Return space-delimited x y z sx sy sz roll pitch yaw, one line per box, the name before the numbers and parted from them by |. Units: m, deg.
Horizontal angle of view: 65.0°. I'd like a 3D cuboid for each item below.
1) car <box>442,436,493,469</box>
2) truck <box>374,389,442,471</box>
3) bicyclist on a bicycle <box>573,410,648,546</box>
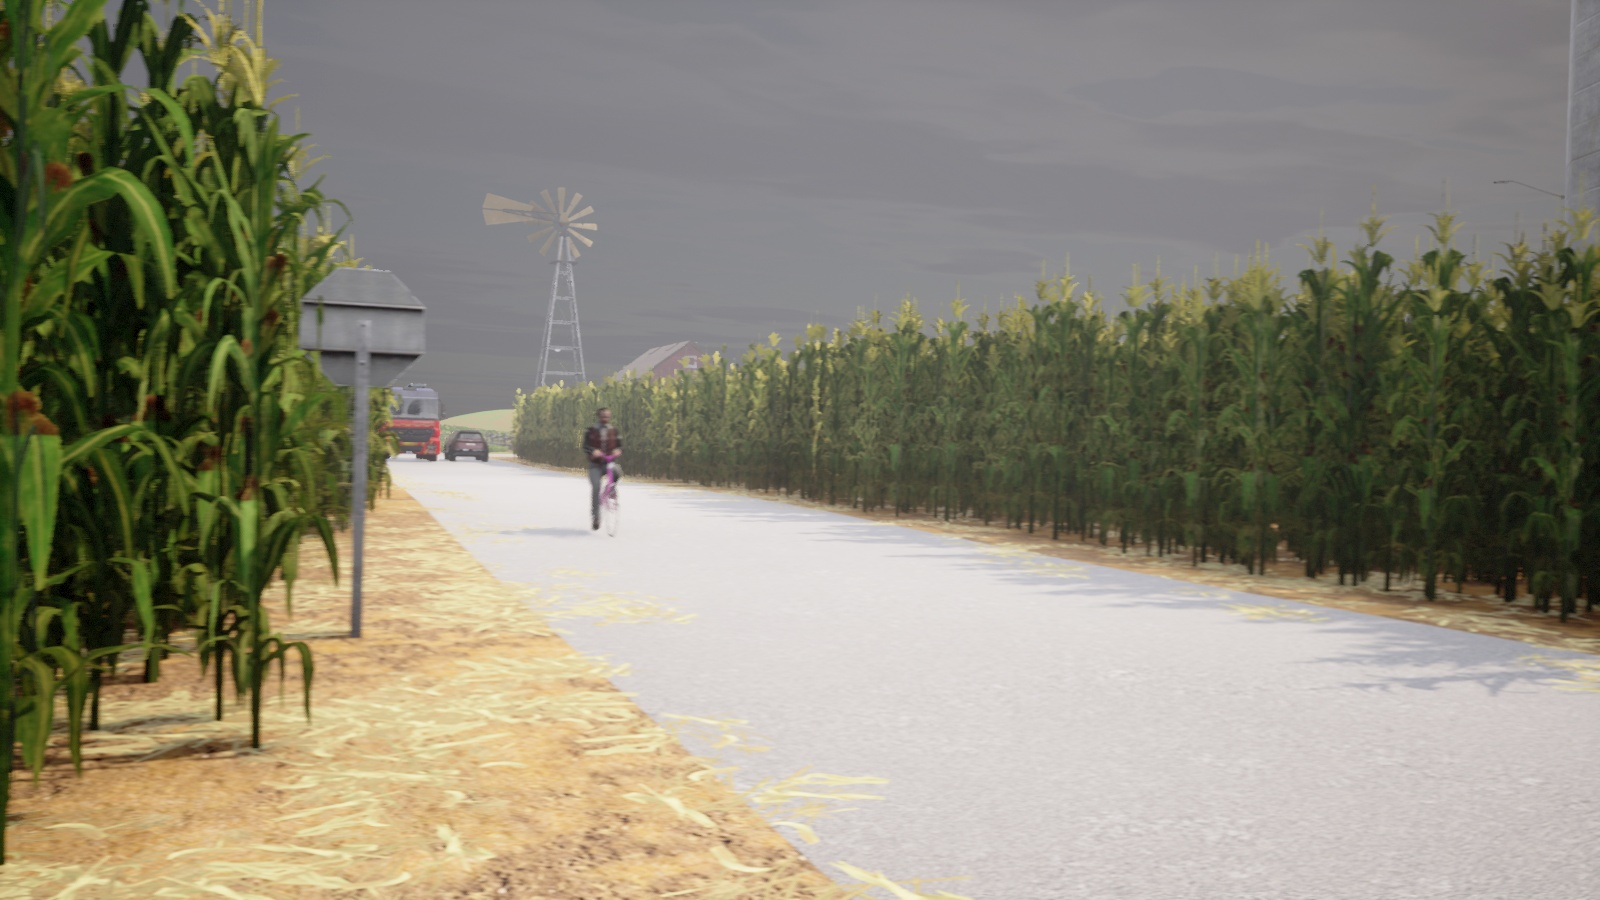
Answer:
car | -17.306 0.121 65.221 2.033 1.649 4.856 0 1 -21
truck | -19.808 -0.969 63.189 2.891 3.827 8.468 0 1 -20
bicyclist on a bicycle | -2.648 0.350 17.398 0.659 1.776 1.843 0 1 -21
